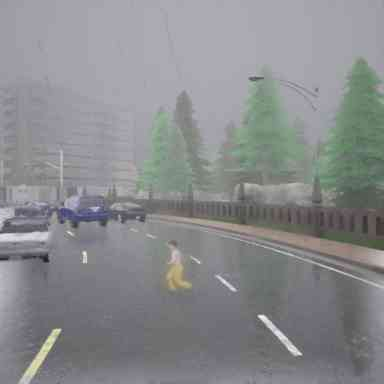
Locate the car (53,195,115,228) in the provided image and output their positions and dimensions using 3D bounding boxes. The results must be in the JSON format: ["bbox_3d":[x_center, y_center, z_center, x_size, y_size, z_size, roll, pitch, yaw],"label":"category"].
[{"bbox_3d":[-7.464,1.221,22.530,2.150,2.045,5.566,0,0,-35],"label":"car"}]

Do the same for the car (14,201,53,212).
[{"bbox_3d":[-14.532,1.526,30.563,4.674,1.442,1.812,0,0,39],"label":"car"}]

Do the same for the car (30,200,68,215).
[{"bbox_3d":[-15.302,1.601,35.499,4.718,1.301,1.895,0,0,41],"label":"car"}]

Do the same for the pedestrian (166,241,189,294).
[{"bbox_3d":[-0.337,1.574,7.308,0.375,1.300,0.375,0,0,-11],"label":"pedestrian"}]

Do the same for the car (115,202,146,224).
[{"bbox_3d":[-5.174,1.505,25.109,1.837,1.490,4.892,0,0,-36],"label":"car"}]

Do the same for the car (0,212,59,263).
[{"bbox_3d":[-5.909,1.601,11.768,1.895,1.301,4.718,0,0,-20],"label":"car"}]
